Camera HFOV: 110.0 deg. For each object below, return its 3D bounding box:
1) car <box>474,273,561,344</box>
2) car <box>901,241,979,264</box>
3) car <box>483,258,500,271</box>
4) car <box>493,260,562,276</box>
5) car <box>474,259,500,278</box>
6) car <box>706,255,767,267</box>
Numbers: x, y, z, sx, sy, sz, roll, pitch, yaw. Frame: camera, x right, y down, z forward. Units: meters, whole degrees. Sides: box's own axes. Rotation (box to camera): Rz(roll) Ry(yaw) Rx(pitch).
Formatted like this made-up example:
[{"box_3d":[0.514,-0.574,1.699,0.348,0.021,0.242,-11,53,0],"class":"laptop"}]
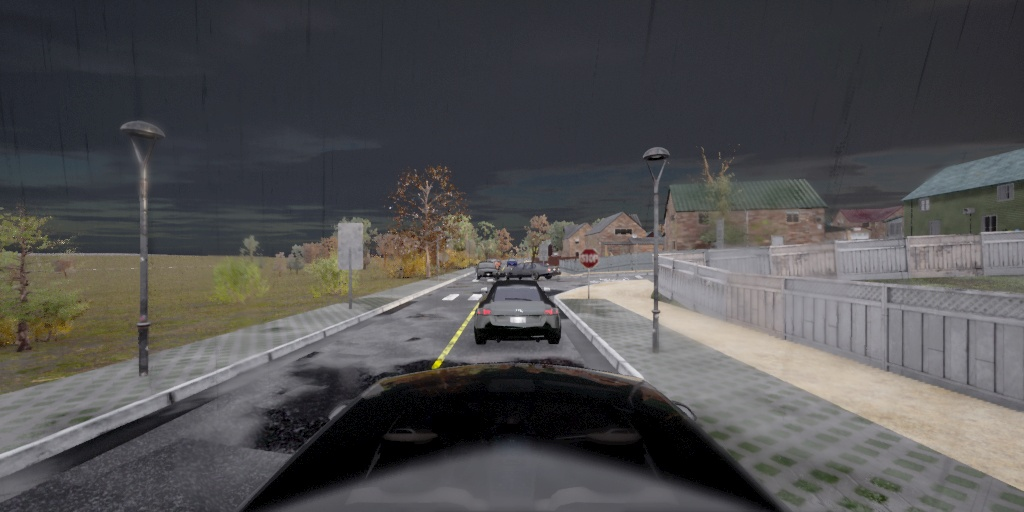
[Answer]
[{"box_3d":[0.102,1.313,9.545,1.994,1.385,4.181,0,0,-1],"class":"car"},{"box_3d":[23.888,-0.208,20.514,4.902,1.511,2.128,-3,0,14],"class":"car"},{"box_3d":[-2.847,1.120,51.288,2.097,1.767,4.553,0,0,1],"class":"car"},{"box_3d":[1.337,1.197,28.559,5.357,1.411,2.033,-4,-3,43],"class":"car"},{"box_3d":[-2.251,1.257,31.470,1.837,1.490,4.892,0,0,-8],"class":"car"},{"box_3d":[14.387,0.413,22.935,4.181,1.385,1.994,-3,0,16],"class":"car"}]
